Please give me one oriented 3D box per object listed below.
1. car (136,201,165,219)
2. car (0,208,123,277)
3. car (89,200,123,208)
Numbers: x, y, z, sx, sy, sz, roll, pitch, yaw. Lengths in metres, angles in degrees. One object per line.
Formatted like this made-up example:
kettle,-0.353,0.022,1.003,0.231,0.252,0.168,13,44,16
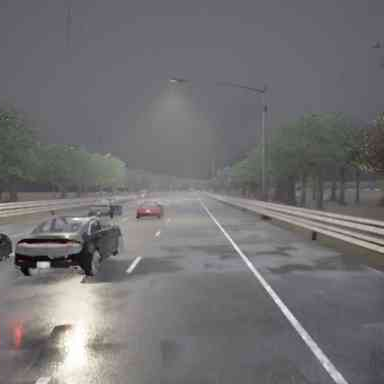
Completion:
car,-3.404,1.438,27.745,1.994,1.385,4.181,0,0,0
car,-3.402,1.445,10.046,2.128,1.511,4.902,0,0,0
car,-6.908,1.368,27.083,2.128,1.511,4.902,0,0,0
